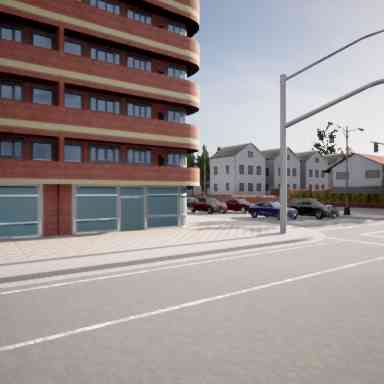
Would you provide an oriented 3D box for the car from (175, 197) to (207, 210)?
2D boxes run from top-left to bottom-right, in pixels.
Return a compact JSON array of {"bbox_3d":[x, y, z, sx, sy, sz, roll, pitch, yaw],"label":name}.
[{"bbox_3d":[-0.212,1.505,44.422,1.837,1.490,4.892,0,0,-35],"label":"car"}]

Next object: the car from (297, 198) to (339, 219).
[{"bbox_3d":[10.419,1.352,29.056,2.097,1.767,4.553,0,0,-35],"label":"car"}]

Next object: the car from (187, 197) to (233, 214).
[{"bbox_3d":[1.790,1.352,35.361,2.097,1.767,4.553,0,0,-34],"label":"car"}]

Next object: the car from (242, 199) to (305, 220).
[{"bbox_3d":[6.784,1.526,28.163,1.812,1.442,4.674,0,0,-35],"label":"car"}]

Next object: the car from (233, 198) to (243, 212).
[{"bbox_3d":[5.169,1.478,36.632,1.882,1.535,5.008,0,0,-35],"label":"car"}]
